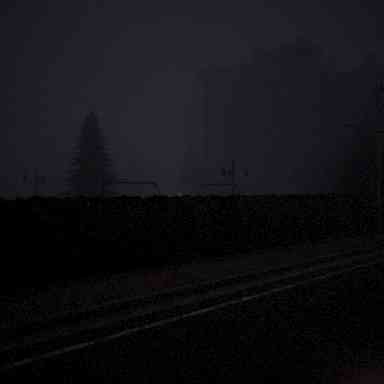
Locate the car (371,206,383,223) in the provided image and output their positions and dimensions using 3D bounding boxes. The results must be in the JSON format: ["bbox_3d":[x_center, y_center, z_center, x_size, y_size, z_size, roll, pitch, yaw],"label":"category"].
[{"bbox_3d":[12.772,1.586,22.153,1.895,1.301,4.718,0,0,-38],"label":"car"}]

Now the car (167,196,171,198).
[{"bbox_3d":[-4.684,1.337,50.366,2.097,1.767,4.553,0,0,-38],"label":"car"}]

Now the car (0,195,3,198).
[{"bbox_3d":[-40.312,1.374,67.393,3.633,1.501,1.845,0,0,-38],"label":"car"}]
